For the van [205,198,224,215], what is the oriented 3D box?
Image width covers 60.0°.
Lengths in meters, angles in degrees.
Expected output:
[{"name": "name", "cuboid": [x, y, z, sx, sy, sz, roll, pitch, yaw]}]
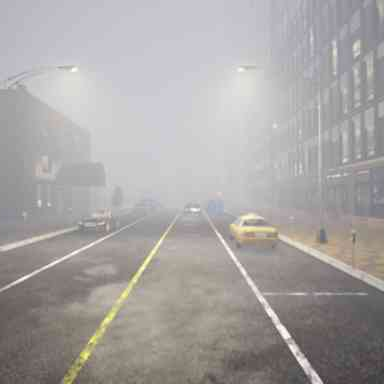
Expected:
[{"name": "van", "cuboid": [2.649, 1.627, 37.563, 1.690, 1.788, 3.998, 1, 0, 0]}]

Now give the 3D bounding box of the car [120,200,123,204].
[{"name": "car", "cuboid": [-19.468, 2.438, 83.197, 4.313, 1.339, 1.947, -1, -1, 1]}]

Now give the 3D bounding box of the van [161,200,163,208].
[{"name": "van", "cuboid": [-5.705, 1.714, 48.900, 1.690, 1.788, 3.998, 1, 0, 0]}]

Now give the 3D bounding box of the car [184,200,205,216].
[{"name": "car", "cuboid": [0.077, 1.873, 35.758, 1.895, 1.301, 4.718, 0, 0, 0]}]

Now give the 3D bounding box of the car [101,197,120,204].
[{"name": "car", "cuboid": [-19.572, 1.993, 74.824, 5.009, 1.841, 2.192, -1, -1, 1]}]

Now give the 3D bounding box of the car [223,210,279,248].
[{"name": "car", "cuboid": [2.659, 1.641, 15.156, 1.752, 1.417, 4.829, 1, 0, 0]}]

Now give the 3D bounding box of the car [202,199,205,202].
[{"name": "car", "cuboid": [2.642, 1.895, 43.205, 1.947, 1.339, 4.313, 1, 0, 0]}]

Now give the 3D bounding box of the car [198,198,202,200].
[{"name": "car", "cuboid": [0.077, 1.926, 47.460, 1.994, 1.385, 4.181, 0, 0, 0]}]

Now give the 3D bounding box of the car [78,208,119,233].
[{"name": "car", "cuboid": [-5.692, 1.708, 20.679, 2.008, 1.369, 4.403, 1, 0, 0]}]

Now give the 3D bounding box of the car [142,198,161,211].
[{"name": "car", "cuboid": [-5.701, 1.644, 43.257, 2.192, 1.841, 5.009, 1, 0, 0]}]

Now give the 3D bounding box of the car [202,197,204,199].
[{"name": "car", "cuboid": [2.635, 1.982, 54.494, 1.947, 1.339, 4.313, 1, 0, 0]}]

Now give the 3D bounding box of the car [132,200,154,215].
[{"name": "car", "cuboid": [-5.702, 1.868, 37.611, 1.802, 1.307, 4.206, 1, 0, 0]}]
